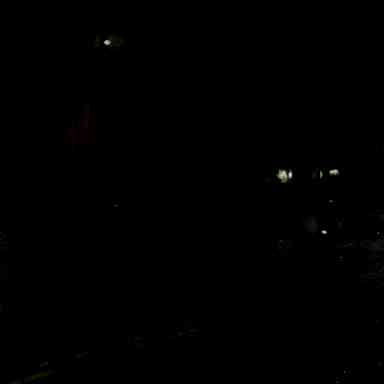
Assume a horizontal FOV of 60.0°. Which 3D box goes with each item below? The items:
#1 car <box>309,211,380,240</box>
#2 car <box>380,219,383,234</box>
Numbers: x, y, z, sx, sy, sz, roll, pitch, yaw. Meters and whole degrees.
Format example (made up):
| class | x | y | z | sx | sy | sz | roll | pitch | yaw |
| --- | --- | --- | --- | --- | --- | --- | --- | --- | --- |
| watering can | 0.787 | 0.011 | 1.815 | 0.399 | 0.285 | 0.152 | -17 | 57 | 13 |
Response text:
| class | x | y | z | sx | sy | sz | roll | pitch | yaw |
| --- | --- | --- | --- | --- | --- | --- | --- | --- | --- |
| car | 8.279 | 1.667 | 17.566 | 4.718 | 1.301 | 1.895 | 0 | 0 | -35 |
| car | 11.082 | 1.576 | 15.571 | 4.892 | 1.490 | 1.837 | 0 | 0 | -35 |
